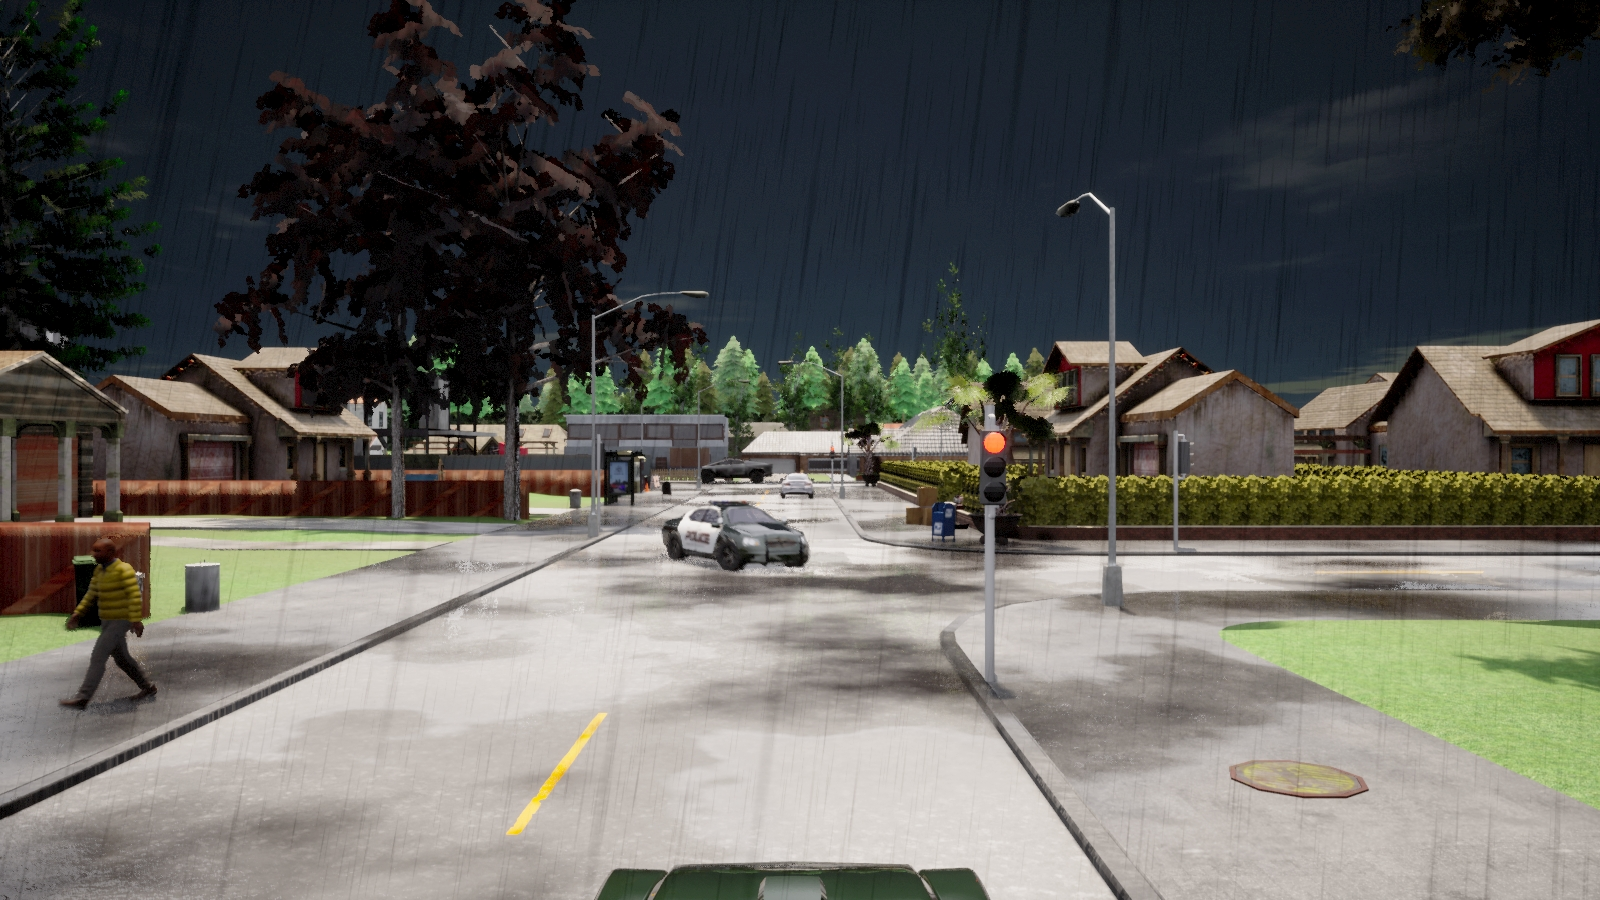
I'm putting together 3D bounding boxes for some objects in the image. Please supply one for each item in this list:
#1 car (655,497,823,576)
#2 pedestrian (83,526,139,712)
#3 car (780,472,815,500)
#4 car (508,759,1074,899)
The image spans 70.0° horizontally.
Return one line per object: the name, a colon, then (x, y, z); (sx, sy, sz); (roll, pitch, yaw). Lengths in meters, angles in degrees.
car: (-1.612, 2.038, 28.136); (2.038, 1.542, 4.974); (1, 0, -31)
pedestrian: (-7.192, 1.746, 11.930); (0.375, 1.860, 0.375); (0, 0, 33)
car: (-0.164, 2.081, 66.907); (2.002, 1.442, 4.674); (0, 0, 0)
car: (-0.028, 2.155, 3.193); (1.895, 1.301, 4.718); (0, 0, 0)
